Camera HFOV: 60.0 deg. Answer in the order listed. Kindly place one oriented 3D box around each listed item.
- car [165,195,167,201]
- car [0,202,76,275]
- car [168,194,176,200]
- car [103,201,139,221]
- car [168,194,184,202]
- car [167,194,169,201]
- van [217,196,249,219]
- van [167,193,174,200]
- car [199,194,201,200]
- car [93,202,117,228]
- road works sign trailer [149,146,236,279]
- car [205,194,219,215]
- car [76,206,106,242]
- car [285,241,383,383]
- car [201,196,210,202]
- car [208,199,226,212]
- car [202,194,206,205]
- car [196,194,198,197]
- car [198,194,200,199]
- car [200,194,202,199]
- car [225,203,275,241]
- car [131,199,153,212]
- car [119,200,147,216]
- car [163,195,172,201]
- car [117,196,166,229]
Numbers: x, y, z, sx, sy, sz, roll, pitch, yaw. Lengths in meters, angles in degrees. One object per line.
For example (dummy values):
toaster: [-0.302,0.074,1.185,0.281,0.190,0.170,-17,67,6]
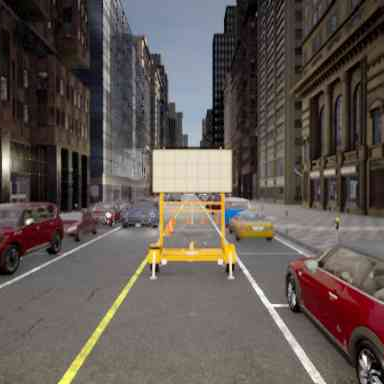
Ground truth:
car: [-5.707,1.455,55.332,1.887,1.381,4.507,0,0,0]
car: [-5.755,1.294,10.515,2.192,1.841,5.009,0,0,0]
car: [-5.665,1.408,94.547,1.887,1.381,4.507,0,0,0]
car: [-5.737,1.500,27.322,2.008,1.369,4.403,0,0,0]
car: [-2.988,1.405,63.280,1.837,1.490,4.892,0,0,1]
car: [-5.689,1.330,72.138,1.967,1.590,4.097,0,0,0]
van: [2.782,1.300,21.724,1.690,1.788,3.998,0,0,0]
van: [-5.672,1.211,88.945,1.690,1.788,3.998,0,0,0]
car: [2.824,1.470,60.936,1.947,1.339,4.313,0,0,0]
car: [-5.743,1.399,21.719,1.967,1.590,4.097,0,0,0]
road works sign trailer: [0.009,0.445,9.963,2.380,3.560,2.880,0,0,0]
car: [2.793,1.256,32.927,2.192,1.841,5.009,0,0,0]
car: [-5.749,1.551,16.118,1.802,1.307,4.206,0,0,0]
car: [2.764,1.430,4.918,1.967,1.590,4.097,0,0,0]
car: [2.836,1.472,72.140,1.802,1.307,4.206,0,0,0]
car: [2.800,1.514,38.529,1.802,1.307,4.206,0,0,0]
car: [2.805,1.240,44.130,2.192,1.841,5.009,0,0,0]
car: [2.854,1.415,88.944,1.887,1.381,4.507,0,0,0]
car: [2.830,1.337,66.537,1.967,1.590,4.097,0,0,0]
car: [2.818,1.351,55.334,1.967,1.590,4.097,0,0,0]
car: [2.776,1.494,16.293,1.752,1.417,4.829,0,0,0]
car: [-5.725,1.498,38.525,1.947,1.339,4.313,0,0,0]
car: [-5.731,1.506,32.924,1.947,1.339,4.313,0,0,0]
car: [-5.683,1.428,77.740,1.887,1.381,4.507,0,0,0]
car: [-3.078,1.311,21.253,2.097,1.767,4.553,0,0,0]
